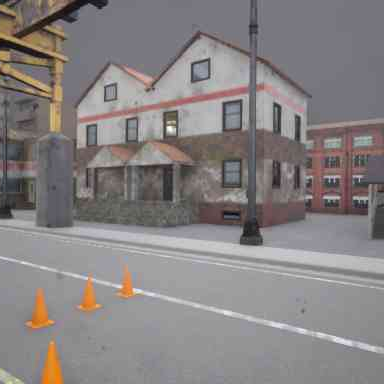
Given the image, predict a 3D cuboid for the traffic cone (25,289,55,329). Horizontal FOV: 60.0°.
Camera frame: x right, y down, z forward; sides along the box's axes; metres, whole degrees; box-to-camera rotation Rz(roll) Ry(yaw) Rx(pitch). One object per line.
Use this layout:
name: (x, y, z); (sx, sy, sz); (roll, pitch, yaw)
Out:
traffic cone: (-2.583, 1.949, 5.654); (0.340, 0.580, 0.340); (0, 0, 36)

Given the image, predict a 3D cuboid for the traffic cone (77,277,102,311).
traffic cone: (-1.998, 1.949, 6.465); (0.340, 0.580, 0.340); (0, 0, 36)

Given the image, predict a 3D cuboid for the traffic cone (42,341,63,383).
traffic cone: (-1.546, 1.952, 3.673); (0.340, 0.580, 0.340); (0, 0, 36)

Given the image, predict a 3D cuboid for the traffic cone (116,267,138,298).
traffic cone: (-1.413, 1.949, 7.276); (0.340, 0.580, 0.340); (0, 0, 36)
